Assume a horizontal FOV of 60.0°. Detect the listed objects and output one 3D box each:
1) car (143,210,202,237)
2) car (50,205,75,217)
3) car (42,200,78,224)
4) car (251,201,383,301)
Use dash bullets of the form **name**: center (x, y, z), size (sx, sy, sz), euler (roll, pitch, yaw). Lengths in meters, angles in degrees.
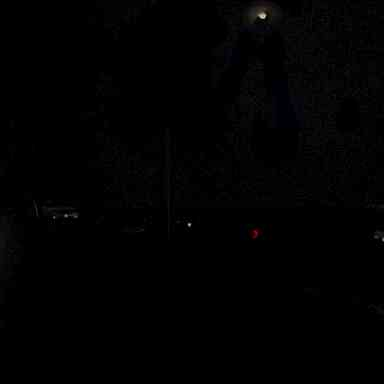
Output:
- **car**: center (-1.261, 1.779, 19.618), size (1.994, 1.385, 4.181), euler (0, -1, -34)
- **car**: center (-16.330, 2.330, 41.708), size (1.895, 1.301, 4.718), euler (0, -1, -34)
- **car**: center (-12.180, 1.726, 30.402), size (2.150, 2.045, 5.566), euler (0, -1, -34)
- **car**: center (3.720, 1.242, 7.084), size (2.150, 2.045, 5.566), euler (0, -1, -34)
